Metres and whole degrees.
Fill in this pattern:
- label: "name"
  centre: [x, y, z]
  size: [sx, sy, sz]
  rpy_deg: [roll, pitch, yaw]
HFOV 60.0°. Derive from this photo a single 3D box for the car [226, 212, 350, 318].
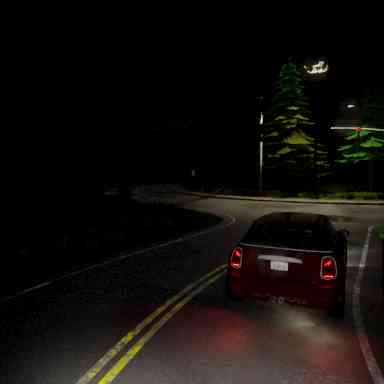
- label: "car"
  centre: [2.411, 1.238, 7.659]
  size: [2.097, 1.767, 4.553]
  rpy_deg: [2, 2, 25]
